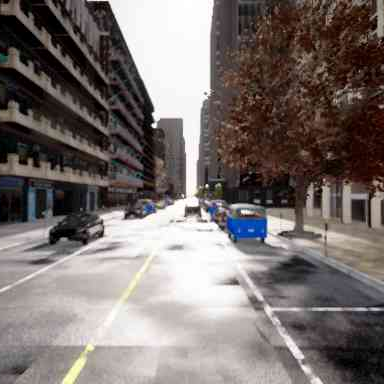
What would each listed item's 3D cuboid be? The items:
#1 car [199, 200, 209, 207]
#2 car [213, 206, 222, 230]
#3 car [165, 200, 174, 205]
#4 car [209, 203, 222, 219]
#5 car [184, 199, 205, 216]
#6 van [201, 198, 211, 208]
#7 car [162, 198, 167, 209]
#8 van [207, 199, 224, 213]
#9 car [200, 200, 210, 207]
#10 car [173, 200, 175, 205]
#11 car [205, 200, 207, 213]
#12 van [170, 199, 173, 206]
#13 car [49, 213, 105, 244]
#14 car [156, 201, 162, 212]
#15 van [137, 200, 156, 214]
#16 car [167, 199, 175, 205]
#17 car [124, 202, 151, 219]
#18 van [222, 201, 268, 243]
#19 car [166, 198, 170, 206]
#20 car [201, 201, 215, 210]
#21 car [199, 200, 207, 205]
[{"bbox_3d":[2.677,2.488,73.604,2.008,1.369,4.403,0,-1,0],"label":"car"},{"bbox_3d":[2.688,1.841,22.639,1.802,1.307,4.206,0,-1,0],"label":"car"},{"bbox_3d":[-5.706,2.665,84.930,1.947,1.339,4.313,0,-1,0],"label":"car"},{"bbox_3d":[2.687,1.907,28.301,1.802,1.307,4.206,0,-1,0],"label":"car"},{"bbox_3d":[0.095,1.931,37.672,2.128,1.511,4.902,0,-1,0],"label":"car"},{"bbox_3d":[2.679,2.117,62.280,1.690,1.788,3.998,0,-1,0],"label":"van"},{"bbox_3d":[-5.700,2.219,56.442,1.752,1.417,4.829,0,-1,0],"label":"car"},{"bbox_3d":[2.686,1.734,33.967,1.690,1.788,3.998,0,-1,0],"label":"van"},{"bbox_3d":[2.678,2.402,67.941,1.887,1.381,4.507,0,-1,0],"label":"car"},{"bbox_3d":[-5.705,2.542,79.097,1.752,1.417,4.829,0,-1,0],"label":"car"},{"bbox_3d":[2.683,2.121,45.288,1.802,1.307,4.206,0,-1,0],"label":"car"},{"bbox_3d":[-5.703,2.279,73.606,1.690,1.788,3.998,0,-1,0],"label":"van"},{"bbox_3d":[-5.691,1.760,16.974,1.947,1.339,4.313,0,-1,0],"label":"car"},{"bbox_3d":[-5.697,2.090,45.287,2.008,1.369,4.403,0,-1,0],"label":"car"},{"bbox_3d":[-5.695,1.806,39.629,1.690,1.788,3.998,0,-1,0],"label":"van"},{"bbox_3d":[-5.706,2.621,90.593,1.967,1.590,4.097,0,-1,0],"label":"car"},{"bbox_3d":[-5.694,1.959,33.962,1.947,1.339,4.313,0,-1,0],"label":"car"},{"bbox_3d":[2.690,1.534,16.978,1.690,1.788,3.998,0,-1,0],"label":"van"},{"bbox_3d":[-5.701,2.328,62.276,2.008,1.369,4.403,0,-1,0],"label":"car"},{"bbox_3d":[2.680,2.247,56.614,2.008,1.369,4.403,0,-1,0],"label":"car"},{"bbox_3d":[2.674,2.643,84.932,1.887,1.381,4.507,0,-1,0],"label":"car"}]
